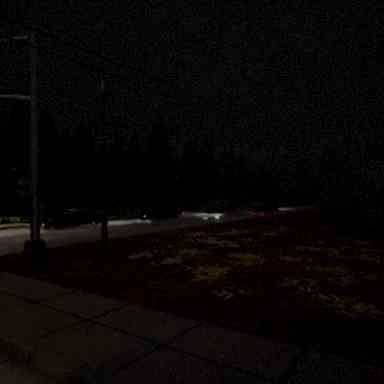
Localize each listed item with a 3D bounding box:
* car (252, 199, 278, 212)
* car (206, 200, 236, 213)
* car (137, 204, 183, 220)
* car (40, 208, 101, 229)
[{"bbox_3d":[9.298,1.677,42.163,2.128,1.511,4.902,-1,-1,37],"label":"car"},{"bbox_3d":[3.593,1.722,40.652,1.882,1.535,5.008,-1,-1,37],"label":"car"},{"bbox_3d":[-2.978,1.868,31.810,1.895,1.301,4.718,-1,0,37],"label":"car"},{"bbox_3d":[-8.689,1.888,24.107,1.895,1.301,4.718,-1,0,37],"label":"car"}]
